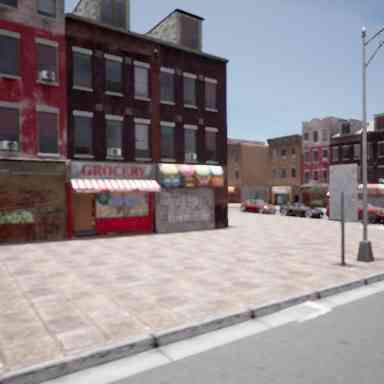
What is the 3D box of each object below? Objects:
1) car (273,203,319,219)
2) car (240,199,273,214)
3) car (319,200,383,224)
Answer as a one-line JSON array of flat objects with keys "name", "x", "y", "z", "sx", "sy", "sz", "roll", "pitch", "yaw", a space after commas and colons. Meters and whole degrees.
[{"name": "car", "x": 10.286, "y": 1.727, "z": 31.477, "sx": 1.947, "sy": 1.339, "sz": 4.313, "roll": 0, "pitch": 1, "yaw": -35}, {"name": "car", "x": 7.152, "y": 1.538, "z": 35.875, "sx": 1.967, "sy": 1.590, "sz": 4.097, "roll": 0, "pitch": 1, "yaw": -35}, {"name": "car", "x": 13.422, "y": 1.542, "z": 27.075, "sx": 2.192, "sy": 1.841, "sz": 5.009, "roll": 0, "pitch": 1, "yaw": -35}]
